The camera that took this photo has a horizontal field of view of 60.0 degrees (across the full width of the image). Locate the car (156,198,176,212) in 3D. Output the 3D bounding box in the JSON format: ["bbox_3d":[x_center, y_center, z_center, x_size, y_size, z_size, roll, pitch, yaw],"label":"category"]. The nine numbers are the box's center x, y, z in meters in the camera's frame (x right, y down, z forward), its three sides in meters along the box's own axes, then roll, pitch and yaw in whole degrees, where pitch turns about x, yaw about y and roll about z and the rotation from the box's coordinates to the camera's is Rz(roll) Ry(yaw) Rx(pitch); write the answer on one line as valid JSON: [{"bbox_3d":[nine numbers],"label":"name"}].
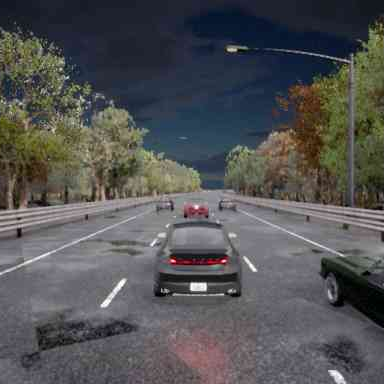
[{"bbox_3d":[-2.998,1.437,38.530,2.128,1.511,4.902,0,0,1],"label":"car"}]

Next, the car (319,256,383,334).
[{"bbox_3d":[3.614,1.595,4.996,1.895,1.301,4.718,0,0,0],"label":"car"}]

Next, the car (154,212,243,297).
[{"bbox_3d":[0.133,1.494,8.532,1.837,1.490,4.892,0,0,0],"label":"car"}]

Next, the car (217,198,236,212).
[{"bbox_3d":[4.007,1.437,38.668,2.128,1.511,4.902,0,0,1],"label":"car"}]

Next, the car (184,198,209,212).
[{"bbox_3d":[0.355,1.312,29.500,2.097,1.767,4.553,0,0,0],"label":"car"}]
